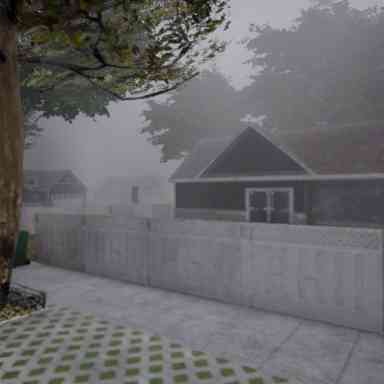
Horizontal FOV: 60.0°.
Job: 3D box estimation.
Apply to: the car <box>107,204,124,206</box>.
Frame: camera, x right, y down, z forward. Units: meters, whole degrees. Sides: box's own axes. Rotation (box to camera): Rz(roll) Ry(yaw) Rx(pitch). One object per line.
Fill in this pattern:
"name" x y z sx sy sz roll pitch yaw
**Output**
"car" -8.628 1.950 36.355 1.895 1.301 4.718 0 0 35
